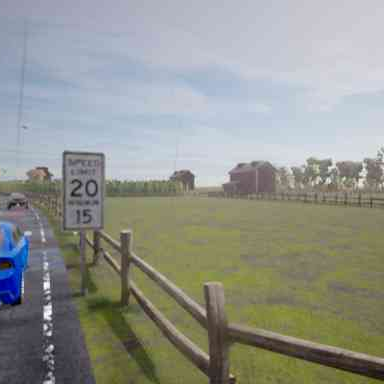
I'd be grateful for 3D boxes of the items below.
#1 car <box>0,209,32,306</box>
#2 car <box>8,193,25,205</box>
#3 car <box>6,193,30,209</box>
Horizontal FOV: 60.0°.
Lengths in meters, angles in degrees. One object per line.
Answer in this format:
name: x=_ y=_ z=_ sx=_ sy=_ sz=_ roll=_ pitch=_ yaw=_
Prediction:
car: x=-4.716 y=1.368 z=7.371 sx=1.882 sy=1.535 sz=5.008 roll=0 pitch=1 yaw=-24
car: x=-23.335 y=0.880 z=44.063 sx=1.837 sy=1.490 sz=4.892 roll=0 pitch=1 yaw=-30
car: x=-18.390 y=1.012 z=35.172 sx=1.837 sy=1.490 sz=4.892 roll=0 pitch=1 yaw=-28
